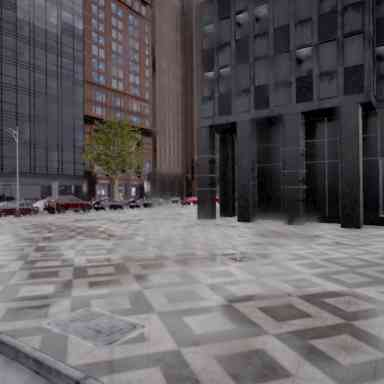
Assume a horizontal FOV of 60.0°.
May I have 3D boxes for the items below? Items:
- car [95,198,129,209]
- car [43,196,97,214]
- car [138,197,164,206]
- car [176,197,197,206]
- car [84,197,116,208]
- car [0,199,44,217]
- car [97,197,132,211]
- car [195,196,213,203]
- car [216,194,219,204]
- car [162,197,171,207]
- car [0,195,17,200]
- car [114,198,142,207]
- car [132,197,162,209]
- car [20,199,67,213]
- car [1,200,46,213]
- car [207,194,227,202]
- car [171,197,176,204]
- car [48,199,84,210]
[{"bbox_3d":[-11.196,1.550,46.932,1.812,1.442,4.674,-1,0,35],"label":"car"},{"bbox_3d":[-12.811,1.301,34.457,2.192,1.841,5.009,-1,0,35],"label":"car"},{"bbox_3d":[-7.098,1.558,57.723,1.752,1.417,4.829,-1,0,35],"label":"car"},{"bbox_3d":[0.009,1.473,53.014,1.887,1.381,4.507,-1,0,35],"label":"car"},{"bbox_3d":[-13.413,1.498,48.583,1.967,1.590,4.097,-1,0,35],"label":"car"},{"bbox_3d":[-16.013,1.587,29.816,1.802,1.307,4.206,-1,0,35],"label":"car"},{"bbox_3d":[-9.604,1.535,39.095,1.947,1.339,4.313,-1,0,35],"label":"car"},{"bbox_3d":[2.613,1.548,71.785,1.887,1.381,4.507,-1,0,35],"label":"car"},{"bbox_3d":[3.211,1.233,57.655,2.192,1.841,5.009,-1,0,35],"label":"car"},{"bbox_3d":[-5.965,1.522,48.885,2.033,1.411,5.357,-1,0,35],"label":"car"},{"bbox_3d":[-17.916,1.257,31.591,2.150,2.045,5.566,-1,0,35],"label":"car"},{"bbox_3d":[-10.206,1.626,53.224,1.802,1.307,4.206,-1,0,35],"label":"car"},{"bbox_3d":[-6.400,1.519,43.734,1.947,1.339,4.313,-1,0,35],"label":"car"},{"bbox_3d":[-17.051,1.579,38.465,1.812,1.442,4.674,-1,0,34],"label":"car"},{"bbox_3d":[-19.821,1.656,39.303,1.947,1.339,4.313,-1,0,35],"label":"car"},{"bbox_3d":[5.816,1.309,76.426,2.192,1.841,5.009,-1,0,35],"label":"car"},{"bbox_3d":[-3.796,1.588,62.504,1.947,1.339,4.313,-1,0,35],"label":"car"},{"bbox_3d":[-16.616,1.655,43.943,1.802,1.307,4.206,-1,0,35],"label":"car"}]
